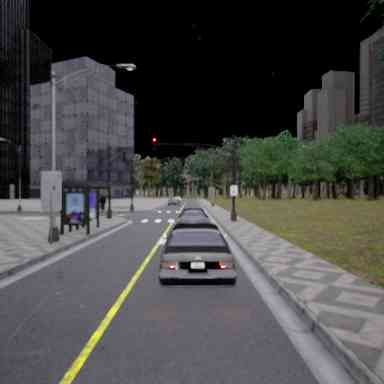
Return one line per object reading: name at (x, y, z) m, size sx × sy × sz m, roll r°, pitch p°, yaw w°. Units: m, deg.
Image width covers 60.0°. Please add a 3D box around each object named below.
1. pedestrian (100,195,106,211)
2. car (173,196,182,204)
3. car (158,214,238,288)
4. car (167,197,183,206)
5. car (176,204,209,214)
pedestrian at (-10.089, 1.203, 37.752) m, size 0.375 × 1.860 × 0.375 m, roll 0°, pitch 0°, yaw 1°
car at (-3.050, 1.720, 71.977) m, size 1.812 × 1.442 × 4.674 m, roll 0°, pitch 0°, yaw 0°
car at (0.098, 1.582, 9.399) m, size 2.033 × 1.411 × 5.357 m, roll 0°, pitch 0°, yaw 0°
car at (-3.083, 1.729, 56.549) m, size 1.994 × 1.385 × 4.181 m, roll 0°, pitch 0°, yaw 0°
car at (0.080, 1.633, 19.677) m, size 1.994 × 1.385 × 4.181 m, roll 0°, pitch 0°, yaw 0°
